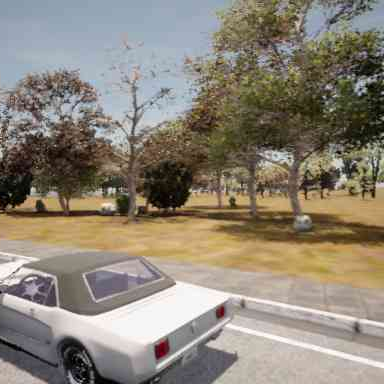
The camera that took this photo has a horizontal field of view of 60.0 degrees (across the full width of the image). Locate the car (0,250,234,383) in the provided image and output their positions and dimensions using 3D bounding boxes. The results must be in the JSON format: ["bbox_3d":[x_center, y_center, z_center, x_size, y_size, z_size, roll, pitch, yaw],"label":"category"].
[{"bbox_3d":[-1.868,1.593,5.079,4.718,1.301,1.895,0,0,34],"label":"car"}]
